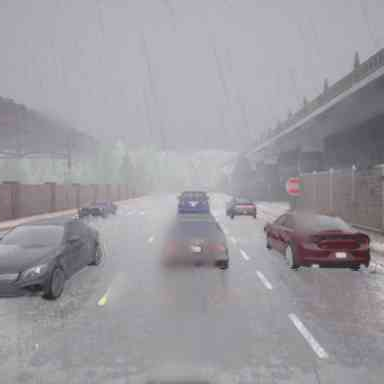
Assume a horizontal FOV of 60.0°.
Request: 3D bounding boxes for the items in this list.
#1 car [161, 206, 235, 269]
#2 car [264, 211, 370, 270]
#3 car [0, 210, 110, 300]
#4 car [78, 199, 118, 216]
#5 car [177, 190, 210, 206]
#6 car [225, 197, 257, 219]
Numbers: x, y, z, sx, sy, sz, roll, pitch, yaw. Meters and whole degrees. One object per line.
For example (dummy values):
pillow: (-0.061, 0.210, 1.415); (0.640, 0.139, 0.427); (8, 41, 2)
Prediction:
car: (0.094, 1.399, 10.525); (2.033, 1.411, 5.357); (0, 1, 0)
car: (3.599, 1.329, 10.502); (1.882, 1.535, 5.008); (0, 1, 0)
car: (-3.586, 1.409, 8.206); (1.812, 1.442, 4.674); (0, 1, 0)
car: (-7.014, 1.248, 25.179); (1.895, 1.301, 4.718); (0, 1, 0)
car: (0.100, 0.887, 23.858); (2.150, 2.045, 5.566); (0, 1, 0)
car: (3.601, 1.144, 24.818); (2.128, 1.511, 4.902); (0, 1, 0)
